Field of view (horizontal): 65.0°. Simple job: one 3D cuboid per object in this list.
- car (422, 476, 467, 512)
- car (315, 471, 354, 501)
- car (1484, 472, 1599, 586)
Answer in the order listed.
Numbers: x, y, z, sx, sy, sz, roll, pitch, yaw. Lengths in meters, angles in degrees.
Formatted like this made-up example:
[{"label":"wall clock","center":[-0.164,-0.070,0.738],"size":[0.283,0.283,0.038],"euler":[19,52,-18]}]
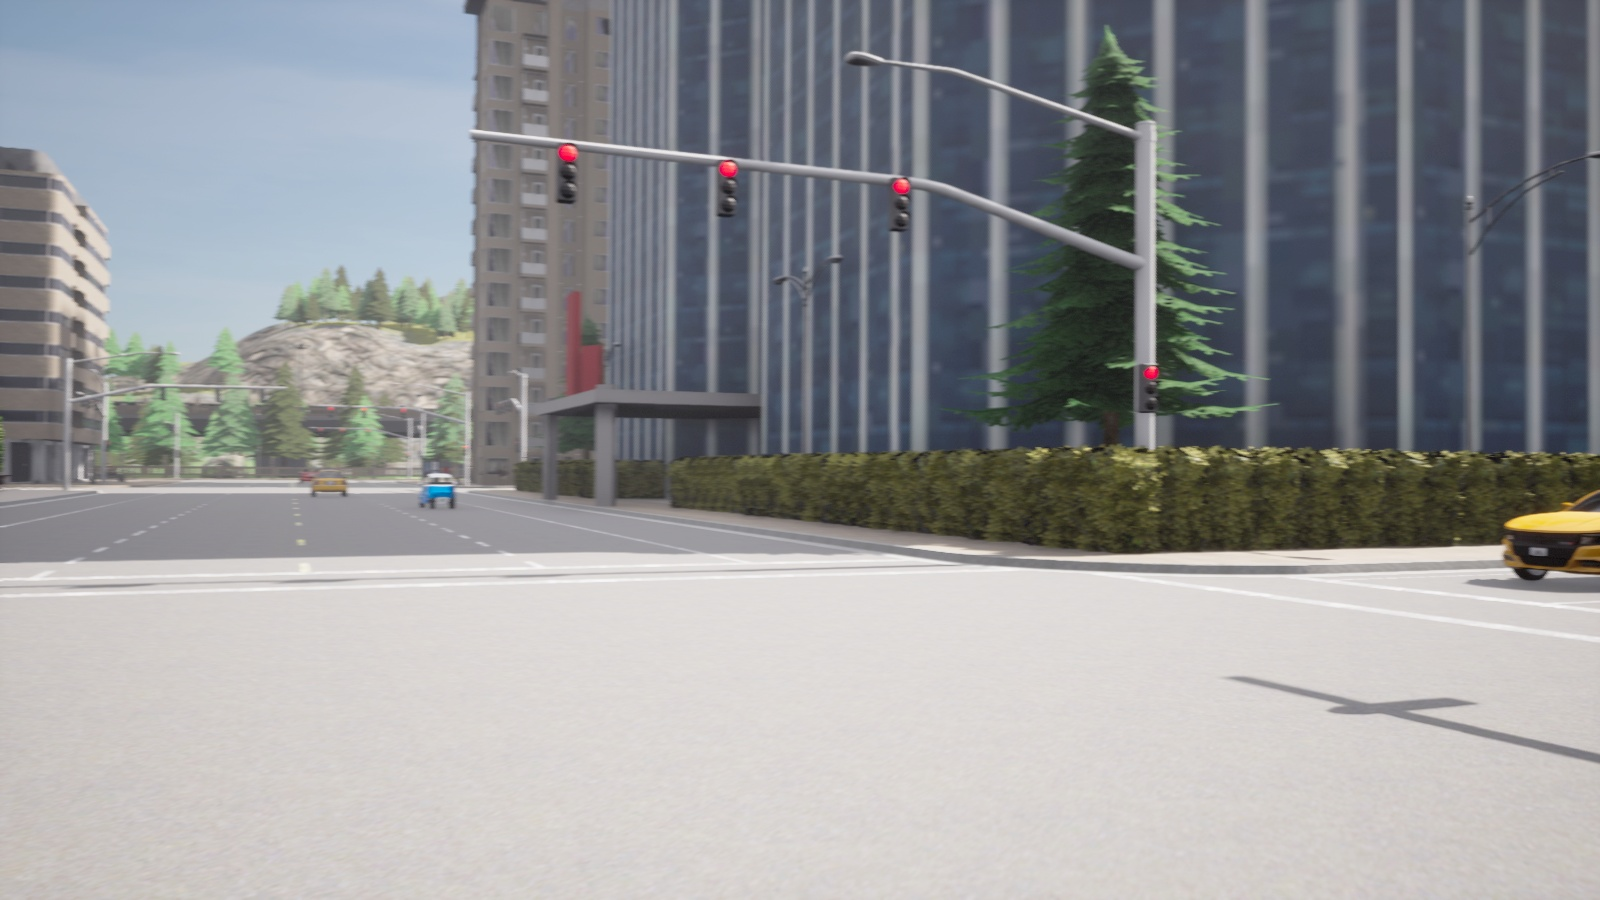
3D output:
[{"label":"car","center":[-14.086,1.721,49.690],"size":[1.481,1.376,2.207],"euler":[0,-1,-22]},{"label":"car","center":[-25.383,1.932,68.376],"size":[1.801,1.575,5.366],"euler":[0,-1,-22]},{"label":"car","center":[12.851,1.096,18.722],"size":[5.008,1.535,1.882],"euler":[0,-1,-22]}]
